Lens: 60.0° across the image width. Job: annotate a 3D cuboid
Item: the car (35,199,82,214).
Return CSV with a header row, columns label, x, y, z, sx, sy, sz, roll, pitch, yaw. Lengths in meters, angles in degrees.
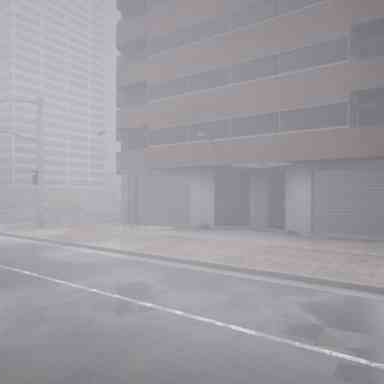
label,x,y,z,sx,sy,sz,roll,pitch,yaw
car,-14.044,1.477,35.209,1.882,1.535,5.008,0,0,35
